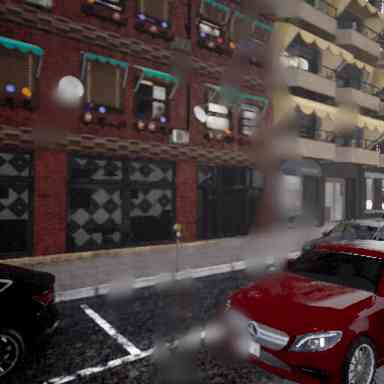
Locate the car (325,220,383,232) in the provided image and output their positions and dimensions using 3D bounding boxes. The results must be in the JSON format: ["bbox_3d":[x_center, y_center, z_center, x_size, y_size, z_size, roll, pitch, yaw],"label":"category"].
[{"bbox_3d":[5.265,1.582,10.297,4.313,1.339,1.947,0,1,-35],"label":"car"}]

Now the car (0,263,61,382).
[{"bbox_3d":[-3.807,1.565,3.830,4.313,1.339,1.947,0,1,-35],"label":"car"}]

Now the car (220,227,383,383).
[{"bbox_3d":[2.579,1.533,5.202,4.674,1.442,1.812,0,0,-35],"label":"car"}]
